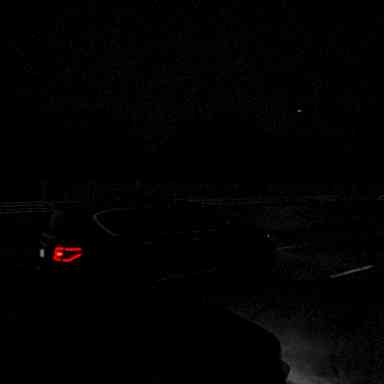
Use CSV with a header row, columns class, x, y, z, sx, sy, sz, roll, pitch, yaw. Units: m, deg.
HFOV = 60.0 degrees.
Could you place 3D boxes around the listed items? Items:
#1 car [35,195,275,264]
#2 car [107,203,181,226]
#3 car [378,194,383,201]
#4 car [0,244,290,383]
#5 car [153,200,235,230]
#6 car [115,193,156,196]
class,x,y,z,sx,sy,sz,roll,pitch,yaw
car,-0.550,1.184,7.629,5.566,2.045,2.150,-1,0,-35
car,-3.251,1.497,23.081,4.718,1.301,1.895,-1,0,-35
car,30.190,0.849,49.706,5.566,2.045,2.150,-1,0,-32
car,-1.620,1.546,2.584,5.357,1.411,2.033,-1,0,-35
car,0.220,1.375,21.230,4.902,1.511,2.128,-1,0,-35
car,-5.195,1.115,25.992,5.566,2.045,2.150,-1,0,-35
